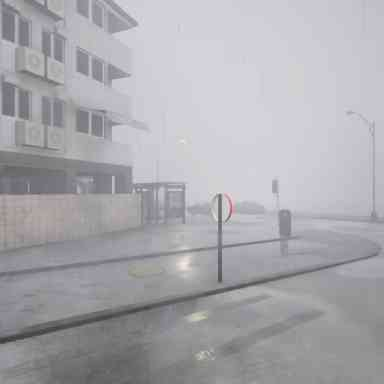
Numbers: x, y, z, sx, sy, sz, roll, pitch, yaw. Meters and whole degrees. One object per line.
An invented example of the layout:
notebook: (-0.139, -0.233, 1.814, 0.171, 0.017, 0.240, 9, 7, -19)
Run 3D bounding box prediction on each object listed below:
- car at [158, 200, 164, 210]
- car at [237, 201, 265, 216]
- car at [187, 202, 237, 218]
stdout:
car: (-4.574, 1.548, 39.067, 2.033, 1.411, 5.357, 0, 0, -36)
car: (5.159, 1.564, 32.603, 1.994, 1.385, 4.181, 0, 0, -35)
car: (1.551, 1.601, 30.462, 1.895, 1.301, 4.718, 0, 0, -35)
